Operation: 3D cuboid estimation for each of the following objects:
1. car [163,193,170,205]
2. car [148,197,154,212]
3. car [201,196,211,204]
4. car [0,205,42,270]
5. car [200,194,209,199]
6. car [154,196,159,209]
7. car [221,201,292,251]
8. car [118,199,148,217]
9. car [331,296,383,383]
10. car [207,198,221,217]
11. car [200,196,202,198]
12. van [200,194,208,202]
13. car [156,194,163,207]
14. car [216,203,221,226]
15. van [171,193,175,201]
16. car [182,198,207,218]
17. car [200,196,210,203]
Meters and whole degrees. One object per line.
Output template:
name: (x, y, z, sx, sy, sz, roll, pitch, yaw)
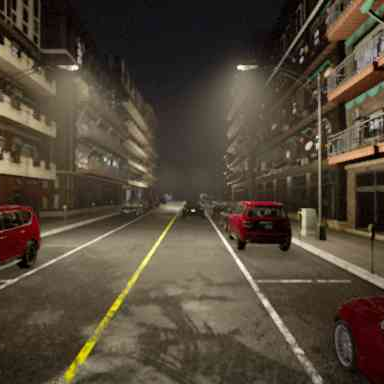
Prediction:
car: (-5.688, 1.301, 59.428, 2.192, 1.841, 5.009, 1, 0, 0)
car: (-5.687, 1.514, 36.612, 1.752, 1.417, 4.829, 1, 0, 0)
car: (2.691, 1.531, 65.052, 1.887, 1.381, 4.507, 1, 0, 0)
car: (-5.677, 1.312, 8.473, 2.192, 1.841, 5.009, 1, 0, 0)
car: (2.690, 1.512, 59.561, 1.752, 1.417, 4.829, 1, 0, 0)
car: (-5.688, 1.532, 42.442, 1.887, 1.381, 4.507, 1, 0, 0)
car: (2.702, 1.310, 14.096, 2.192, 1.841, 5.009, 1, 0, 0)
car: (-5.685, 1.541, 31.119, 2.008, 1.369, 4.403, 1, 0, 0)
car: (2.700, 1.581, 2.773, 1.802, 1.307, 4.206, 1, 0, 0)
car: (2.695, 1.541, 31.082, 2.008, 1.369, 4.403, 1, 0, 0)
car: (0.090, 1.588, 45.921, 1.895, 1.301, 4.718, 0, 0, 0)
van: (2.675, 1.328, 76.376, 1.690, 1.788, 3.998, 1, 0, 0)
car: (-5.688, 1.427, 48.105, 1.967, 1.590, 4.097, 1, 0, 0)
car: (2.697, 1.559, 19.758, 1.947, 1.339, 4.313, 1, 0, 0)
van: (-5.693, 1.329, 82.074, 1.690, 1.788, 3.998, 1, 0, 0)
car: (0.094, 1.554, 30.225, 1.994, 1.385, 4.181, 0, 0, 0)
car: (2.694, 1.553, 70.714, 1.947, 1.339, 4.313, 1, 0, 0)
